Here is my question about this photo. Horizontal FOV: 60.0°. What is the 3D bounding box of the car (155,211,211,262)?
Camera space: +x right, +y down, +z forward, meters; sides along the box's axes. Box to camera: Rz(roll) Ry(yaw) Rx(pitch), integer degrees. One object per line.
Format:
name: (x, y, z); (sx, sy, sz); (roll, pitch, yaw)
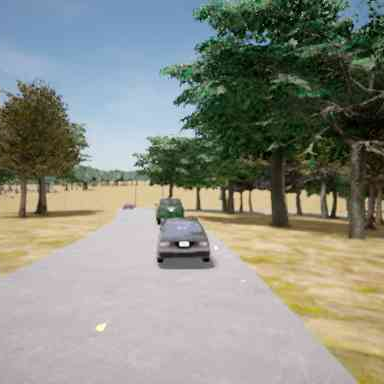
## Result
car: (-0.382, 1.668, 12.728); (2.033, 1.411, 5.357); (0, -1, -3)

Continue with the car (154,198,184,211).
car: (-1.920, 1.508, 27.888); (2.150, 2.045, 5.566); (0, 0, -8)

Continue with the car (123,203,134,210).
car: (-12.387, 2.821, 64.622); (1.994, 1.385, 4.181); (0, -2, -12)
